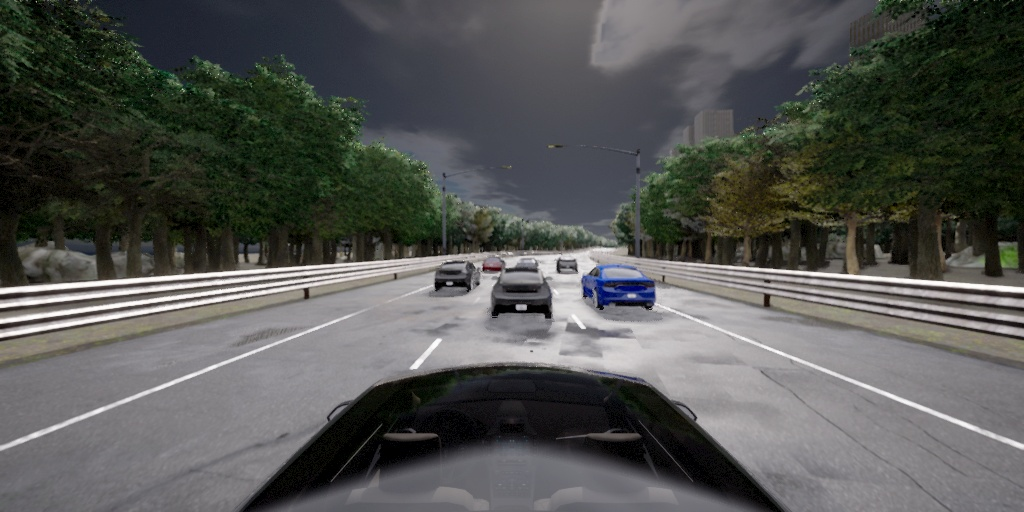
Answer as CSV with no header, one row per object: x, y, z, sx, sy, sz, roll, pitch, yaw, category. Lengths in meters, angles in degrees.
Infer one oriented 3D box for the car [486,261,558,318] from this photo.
0.337,1.117,12.292,1.837,1.490,4.892,0,1,2,car

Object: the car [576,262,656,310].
3.899,1.068,13.842,1.882,1.535,5.008,0,1,2,car

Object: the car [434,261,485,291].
-2.850,1.017,19.461,1.837,1.490,4.892,0,1,3,car

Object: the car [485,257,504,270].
-1.734,0.756,35.182,1.994,1.385,4.181,0,1,5,car

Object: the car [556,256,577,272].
5.222,0.695,34.400,2.128,1.511,4.902,0,1,5,car

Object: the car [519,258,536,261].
1.297,0.867,29.646,2.033,1.411,5.357,0,1,4,car
